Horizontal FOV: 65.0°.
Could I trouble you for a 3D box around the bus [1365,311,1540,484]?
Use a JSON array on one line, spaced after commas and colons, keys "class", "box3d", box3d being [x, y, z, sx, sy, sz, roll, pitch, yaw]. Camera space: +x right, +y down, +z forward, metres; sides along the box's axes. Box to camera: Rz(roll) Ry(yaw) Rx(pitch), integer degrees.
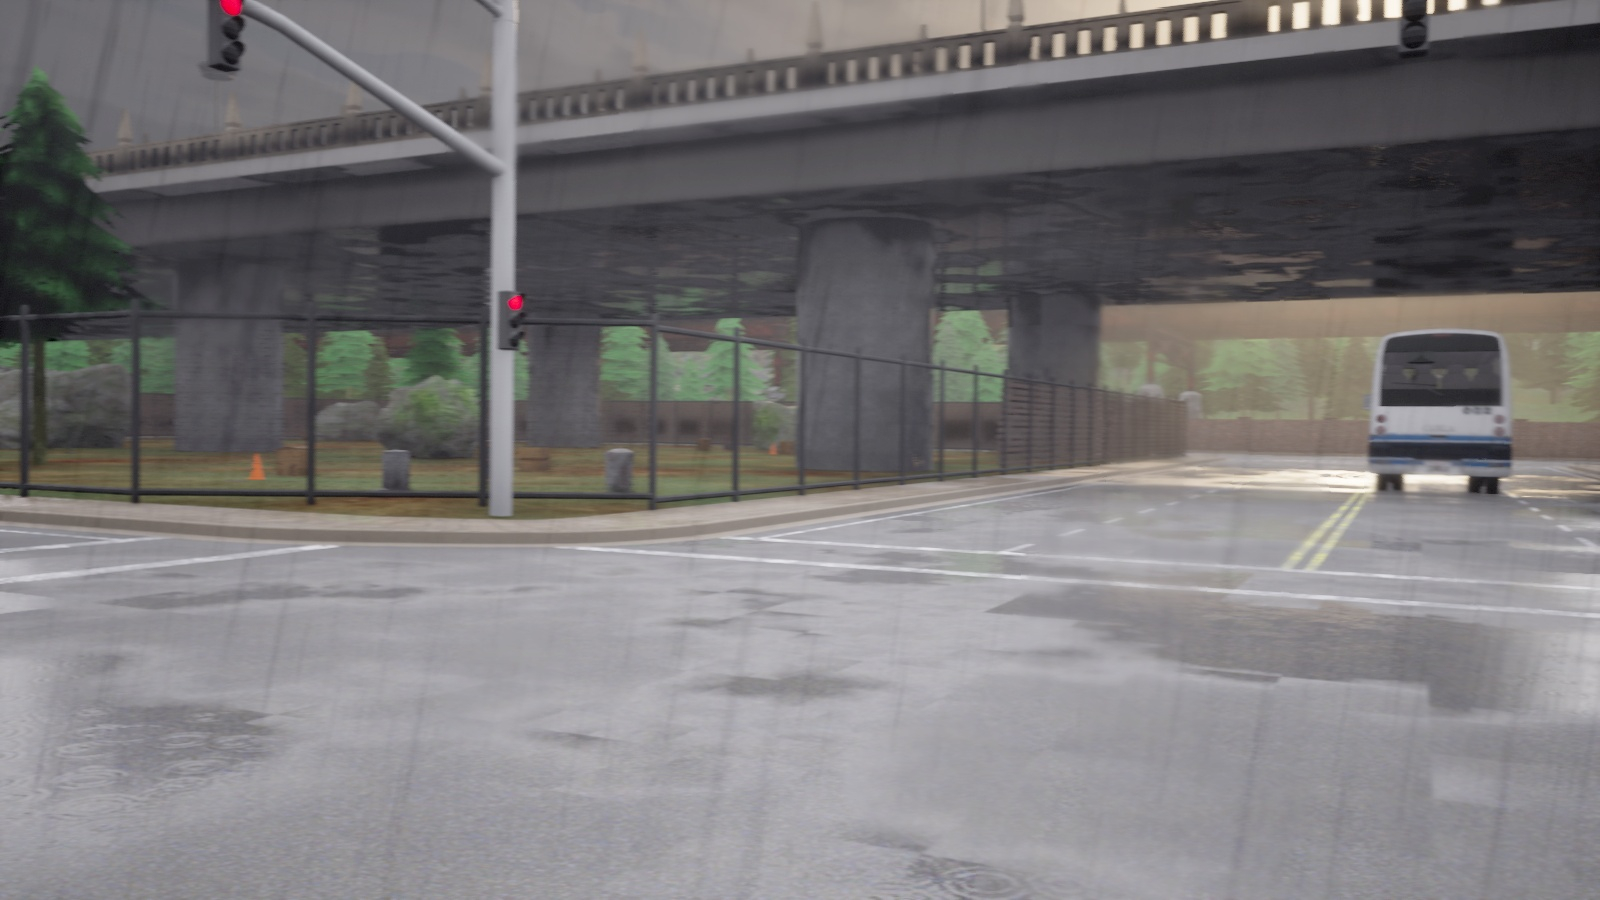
[{"class": "bus", "box3d": [18.769, -1.406, 36.448, 3.944, 4.253, 10.273, 0, 1, 26]}]
